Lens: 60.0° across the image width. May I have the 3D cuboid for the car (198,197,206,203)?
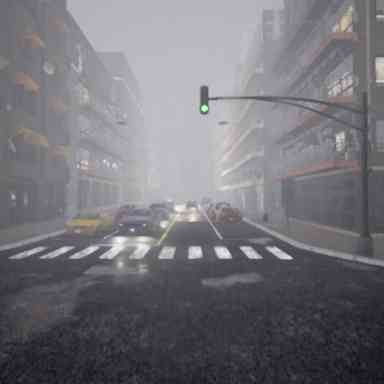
[{"bbox_3d":[2.641,2.120,90.982,1.967,1.590,4.097,1,0,0],"label":"car"}]

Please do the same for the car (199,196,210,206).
[{"bbox_3d":[2.660,1.784,63.367,2.192,1.841,5.009,1,0,0],"label":"car"}]

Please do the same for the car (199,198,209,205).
[{"bbox_3d":[2.650,2.119,74.411,1.947,1.339,4.313,1,0,0],"label":"car"}]

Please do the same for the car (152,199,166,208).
[{"bbox_3d":[-5.720,1.978,57.850,2.008,1.369,4.403,1,0,0],"label":"car"}]

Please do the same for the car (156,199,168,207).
[{"bbox_3d":[-5.724,2.014,63.373,1.887,1.381,4.507,1,0,0],"label":"car"}]

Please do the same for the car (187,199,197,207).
[{"bbox_3d":[-0.039,1.977,60.965,1.812,1.442,4.674,0,0,0],"label":"car"}]

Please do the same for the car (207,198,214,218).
[{"bbox_3d":[2.680,1.662,30.226,1.967,1.590,4.097,1,0,0],"label":"car"}]

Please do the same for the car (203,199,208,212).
[{"bbox_3d":[2.671,1.886,41.271,1.802,1.307,4.206,1,0,0],"label":"car"}]

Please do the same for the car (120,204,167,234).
[{"bbox_3d":[-3.081,1.700,20.706,2.033,1.411,5.357,0,0,4],"label":"car"}]

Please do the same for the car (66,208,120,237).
[{"bbox_3d":[-5.694,1.665,19.017,1.752,1.417,4.829,1,0,0],"label":"car"}]

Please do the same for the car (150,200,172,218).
[{"bbox_3d":[-3.111,1.752,30.814,1.812,1.442,4.674,0,0,0],"label":"car"}]

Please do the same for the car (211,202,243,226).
[{"bbox_3d":[2.682,1.726,24.701,1.887,1.381,4.507,1,0,0],"label":"car"}]

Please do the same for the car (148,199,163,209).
[{"bbox_3d":[-5.716,1.910,52.157,1.752,1.417,4.829,1,0,0],"label":"car"}]

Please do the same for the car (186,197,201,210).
[{"bbox_3d":[-0.030,1.920,50.543,2.033,1.411,5.357,0,0,0],"label":"car"}]

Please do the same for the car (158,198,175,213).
[{"bbox_3d":[-3.120,1.857,41.994,2.033,1.411,5.357,0,0,0],"label":"car"}]

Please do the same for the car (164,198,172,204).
[{"bbox_3d":[-5.734,2.119,79.772,1.752,1.417,4.829,1,0,0],"label":"car"}]

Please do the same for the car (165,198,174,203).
[{"bbox_3d":[-5.738,2.188,85.466,2.008,1.369,4.403,1,0,0],"label":"car"}]
